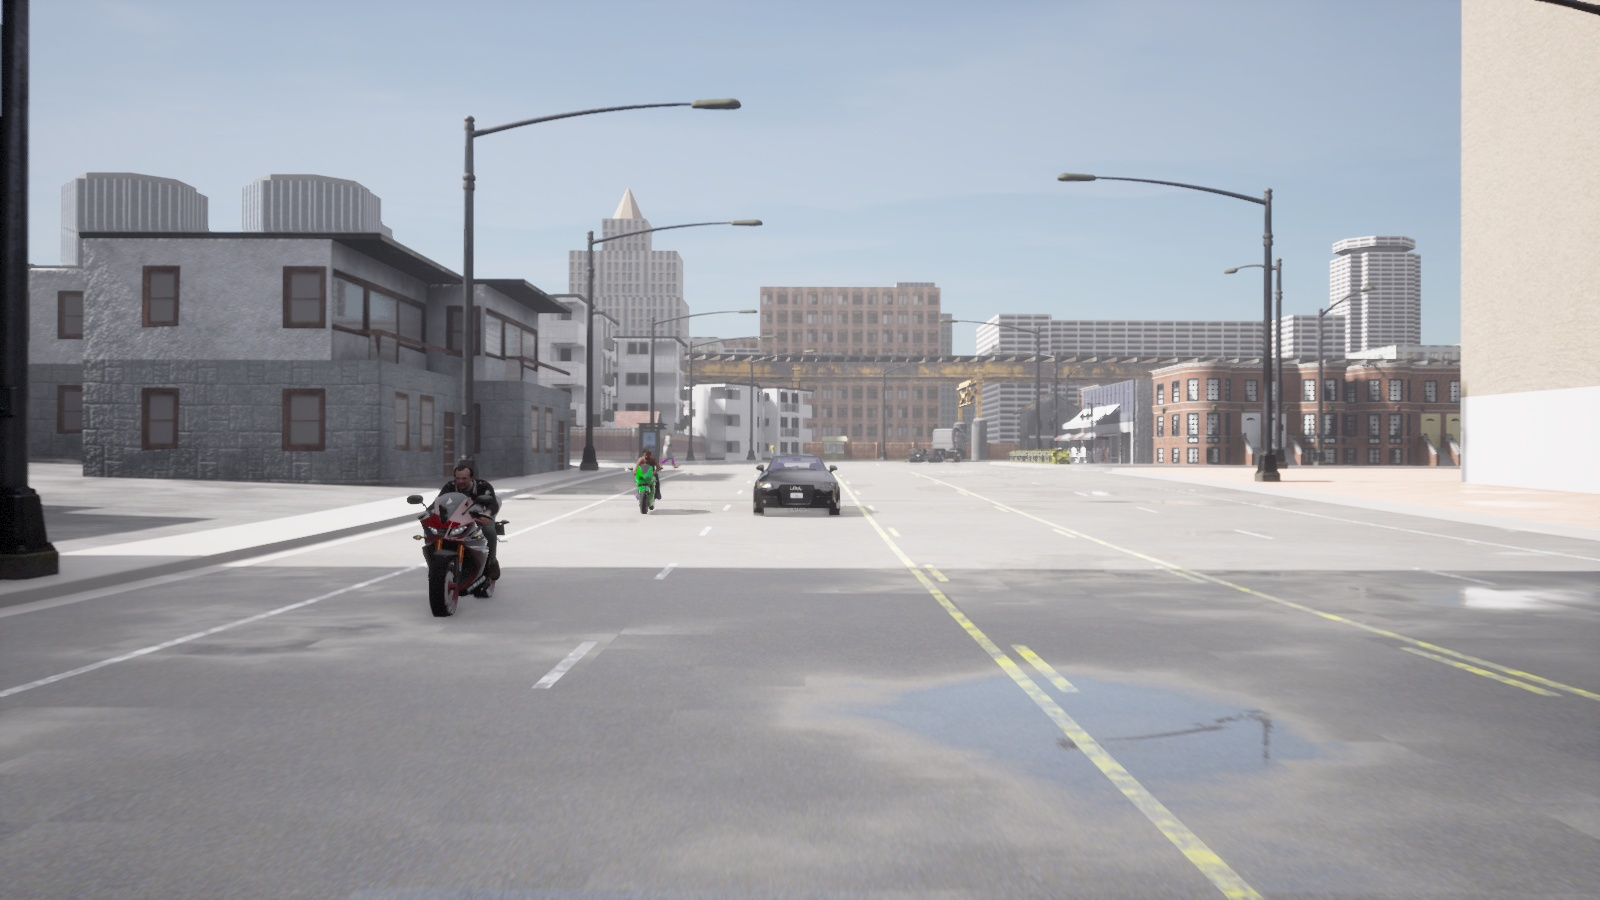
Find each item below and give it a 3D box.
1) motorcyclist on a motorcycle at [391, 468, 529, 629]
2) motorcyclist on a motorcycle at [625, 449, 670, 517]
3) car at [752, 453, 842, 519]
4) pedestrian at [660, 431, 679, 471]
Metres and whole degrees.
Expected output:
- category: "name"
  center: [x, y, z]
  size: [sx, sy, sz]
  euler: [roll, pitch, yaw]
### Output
- category: "motorcyclist on a motorcycle"
  center: [-3.531, 0.970, 13.279]
  size: [0.866, 1.530, 2.191]
  euler: [0, 0, 0]
- category: "motorcyclist on a motorcycle"
  center: [-3.571, 0.748, 29.533]
  size: [0.797, 1.523, 2.044]
  euler: [0, 1, 0]
- category: "car"
  center: [-0.072, 0.804, 30.138]
  size: [1.994, 1.385, 4.181]
  euler: [0, 1, 0]
- category: "pedestrian"
  center: [-6.457, 0.034, 62.119]
  size: [0.873, 1.952, 0.659]
  euler: [0, 0, -4]
